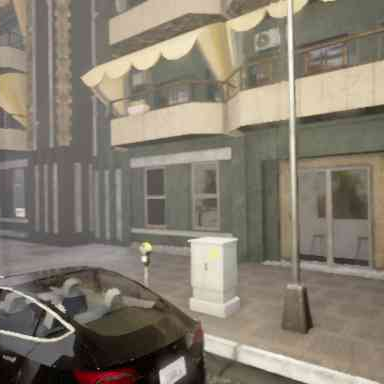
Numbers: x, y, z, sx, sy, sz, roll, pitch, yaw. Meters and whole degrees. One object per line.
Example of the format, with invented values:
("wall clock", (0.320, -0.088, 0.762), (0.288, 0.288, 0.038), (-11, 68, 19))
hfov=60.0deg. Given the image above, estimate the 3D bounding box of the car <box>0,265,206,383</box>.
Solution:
("car", (-1.853, 1.601, 4.054), (4.313, 1.339, 1.947), (-1, -1, 36))
